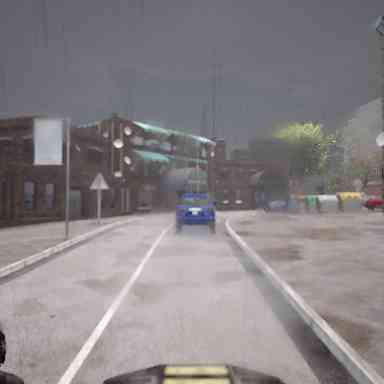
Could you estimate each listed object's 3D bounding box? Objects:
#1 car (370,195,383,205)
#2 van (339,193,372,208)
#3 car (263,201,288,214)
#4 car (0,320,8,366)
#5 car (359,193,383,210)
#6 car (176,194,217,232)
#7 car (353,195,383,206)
[{"bbox_3d":[29.203,1.142,49.722,2.002,1.452,4.674,-3,-1,-12],"label":"car"},{"bbox_3d":[23.758,1.185,48.453,1.878,1.987,4.442,-3,-1,-12],"label":"van"},{"bbox_3d":[9.910,1.665,36.556,4.674,1.442,1.812,0,-2,-32],"label":"car"},{"bbox_3d":[-3.076,1.523,2.036,1.994,1.385,4.181,1,2,0],"label":"car"},{"bbox_3d":[21.047,1.006,35.431,2.435,2.045,5.566,-3,-1,-12],"label":"car"},{"bbox_3d":[0.301,1.123,19.596,2.150,2.045,5.566,0,1,3],"label":"car"},{"bbox_3d":[26.475,1.262,49.148,2.231,1.521,4.892,-3,-1,-12],"label":"car"}]
